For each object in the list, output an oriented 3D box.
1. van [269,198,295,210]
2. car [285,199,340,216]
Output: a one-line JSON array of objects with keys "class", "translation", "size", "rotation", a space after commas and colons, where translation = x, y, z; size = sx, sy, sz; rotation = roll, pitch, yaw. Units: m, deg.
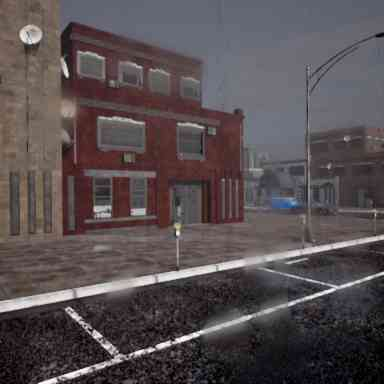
[{"class": "van", "translation": [12.875, 1.702, 47.255], "size": [1.690, 1.788, 3.998], "rotation": [-2, 0, -38]}, {"class": "car", "translation": [13.481, 1.842, 37.024], "size": [2.033, 1.411, 5.357], "rotation": [-1, 0, -38]}]
